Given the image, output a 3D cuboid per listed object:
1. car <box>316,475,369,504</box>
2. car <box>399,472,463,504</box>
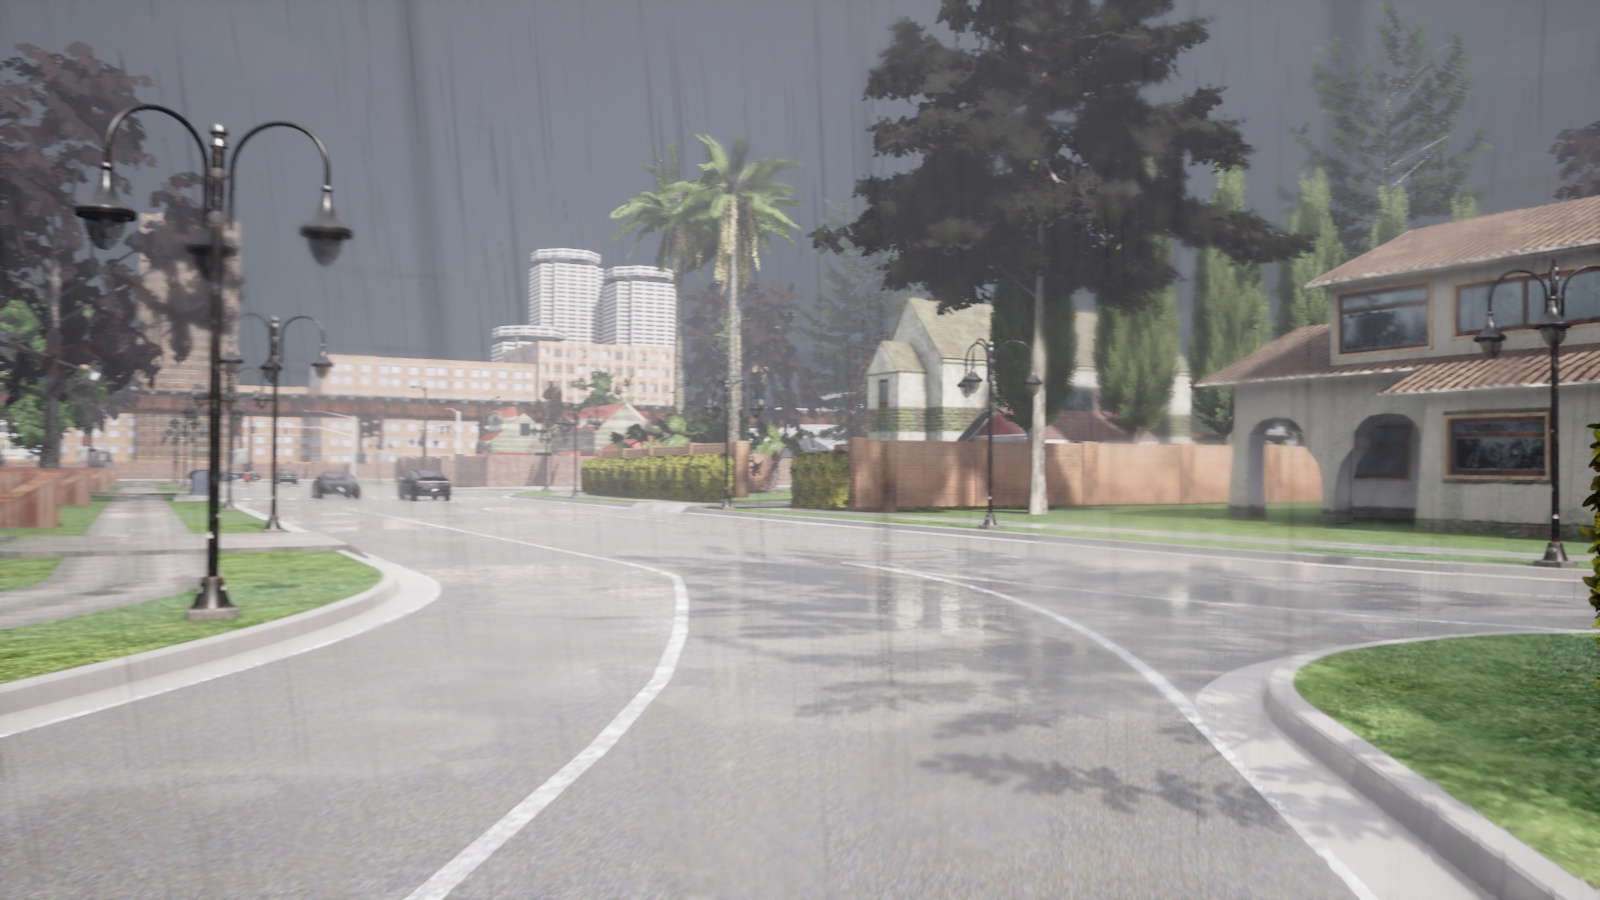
[{"bbox_3d":[-23.357,1.998,64.030,1.994,1.385,4.181,0,-1,-28],"label":"car"},{"bbox_3d":[-18.172,1.841,61.657,2.128,1.511,4.902,0,-1,-27],"label":"car"}]
